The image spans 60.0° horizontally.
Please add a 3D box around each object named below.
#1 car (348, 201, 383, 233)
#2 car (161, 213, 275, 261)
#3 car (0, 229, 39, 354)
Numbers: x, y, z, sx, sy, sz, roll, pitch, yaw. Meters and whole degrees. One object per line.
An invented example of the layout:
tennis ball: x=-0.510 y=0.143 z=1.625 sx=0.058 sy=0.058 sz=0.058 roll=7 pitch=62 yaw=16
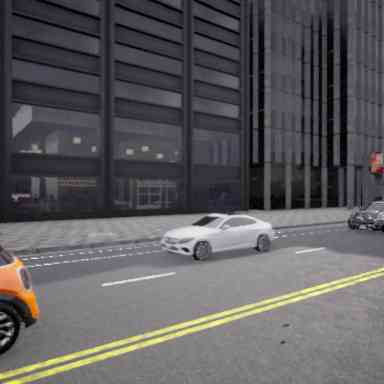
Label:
car: x=11.223 y=1.357 z=19.622 sx=4.553 sy=1.767 sz=2.097 roll=0 pitch=0 yaw=-35
car: x=1.111 y=1.525 z=12.409 sx=4.674 sy=1.442 sz=1.812 roll=0 pitch=0 yaw=-35
car: x=-4.595 y=1.352 z=4.376 sx=4.553 sy=1.767 sz=2.097 roll=0 pitch=0 yaw=-35
